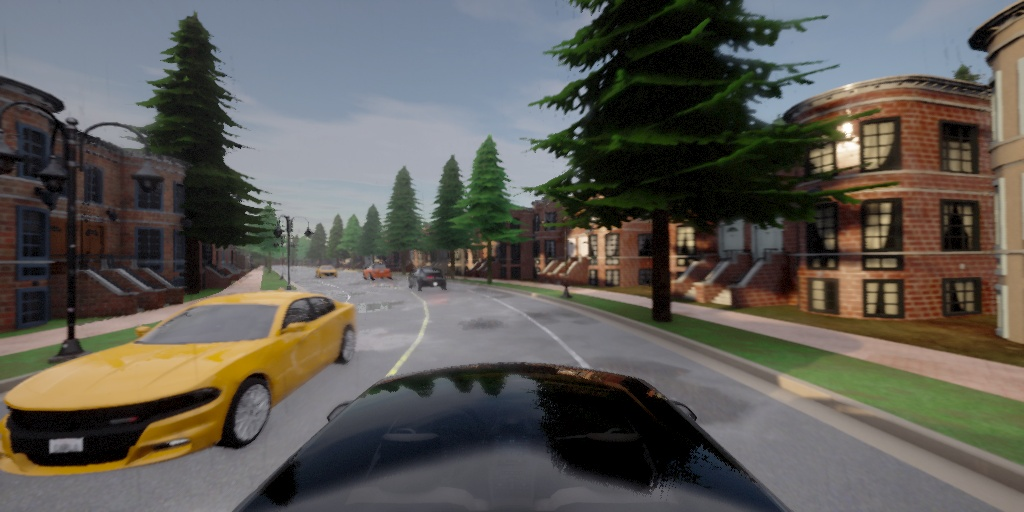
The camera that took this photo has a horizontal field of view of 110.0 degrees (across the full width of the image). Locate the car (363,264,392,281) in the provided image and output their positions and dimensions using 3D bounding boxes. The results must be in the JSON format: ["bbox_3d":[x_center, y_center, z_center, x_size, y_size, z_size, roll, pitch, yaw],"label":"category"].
[{"bbox_3d":[-14.297,1.630,37.886,2.097,1.767,4.553,0,-1,-34],"label":"car"}]

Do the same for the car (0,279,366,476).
[{"bbox_3d":[-3.925,1.306,5.418,1.882,1.535,5.008,0,-1,-6],"label":"car"}]

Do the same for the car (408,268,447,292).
[{"bbox_3d":[-5.908,1.557,24.699,1.837,1.490,4.892,0,-1,-27],"label":"car"}]

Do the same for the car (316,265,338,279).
[{"bbox_3d":[-22.247,1.891,43.002,1.882,1.535,5.008,0,-1,-34],"label":"car"}]
